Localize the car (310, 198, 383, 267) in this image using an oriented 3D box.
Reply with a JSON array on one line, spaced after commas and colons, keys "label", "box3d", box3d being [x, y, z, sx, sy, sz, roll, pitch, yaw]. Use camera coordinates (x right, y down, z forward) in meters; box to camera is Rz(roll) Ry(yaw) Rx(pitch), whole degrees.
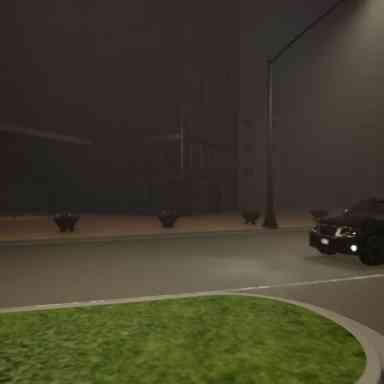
[{"label": "car", "box3d": [6.835, 1.221, 11.570, 5.566, 2.045, 2.150, 0, 0, -20]}]
